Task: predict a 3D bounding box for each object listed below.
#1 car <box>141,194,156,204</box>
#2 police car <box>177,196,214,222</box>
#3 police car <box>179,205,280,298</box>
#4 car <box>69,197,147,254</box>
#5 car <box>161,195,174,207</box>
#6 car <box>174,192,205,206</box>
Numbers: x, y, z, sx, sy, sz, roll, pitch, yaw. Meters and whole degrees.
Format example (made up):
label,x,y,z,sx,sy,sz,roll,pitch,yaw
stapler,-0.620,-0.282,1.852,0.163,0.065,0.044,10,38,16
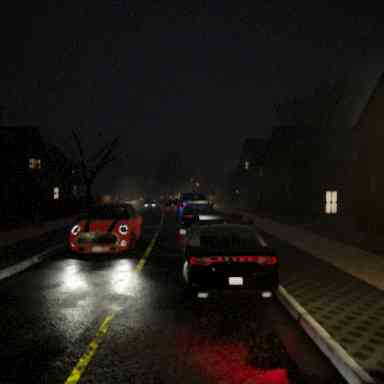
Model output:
label,x,y,z,sx,sy,sz,roll,pitch,yaw
car,-6.987,1.260,55.217,2.033,1.411,5.357,0,0,-8
police car,0.334,1.272,18.530,1.930,1.638,5.238,0,0,-3
police car,0.713,1.346,8.471,1.930,1.638,5.238,0,0,-1
car,-3.151,1.242,12.974,2.097,1.767,4.553,0,0,-2
car,-2.813,1.317,45.616,1.895,1.301,4.718,0,0,-7
car,-0.015,1.035,24.477,2.150,2.045,5.566,0,0,-4
